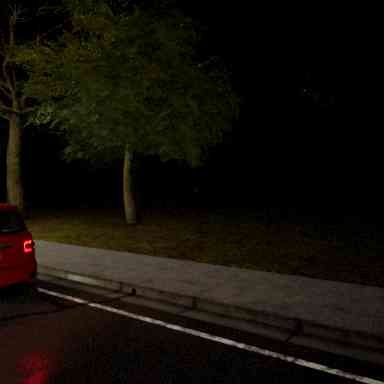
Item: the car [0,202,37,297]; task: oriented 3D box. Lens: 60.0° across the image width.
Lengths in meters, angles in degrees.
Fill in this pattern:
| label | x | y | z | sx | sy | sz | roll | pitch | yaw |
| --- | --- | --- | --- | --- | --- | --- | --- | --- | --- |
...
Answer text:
| label | x | y | z | sx | sy | sz | roll | pitch | yaw |
| --- | --- | --- | --- | --- | --- | --- | --- | --- | --- |
| car | -5.720 | 1.223 | 7.286 | 5.566 | 2.045 | 2.150 | 0 | 0 | 33 |
